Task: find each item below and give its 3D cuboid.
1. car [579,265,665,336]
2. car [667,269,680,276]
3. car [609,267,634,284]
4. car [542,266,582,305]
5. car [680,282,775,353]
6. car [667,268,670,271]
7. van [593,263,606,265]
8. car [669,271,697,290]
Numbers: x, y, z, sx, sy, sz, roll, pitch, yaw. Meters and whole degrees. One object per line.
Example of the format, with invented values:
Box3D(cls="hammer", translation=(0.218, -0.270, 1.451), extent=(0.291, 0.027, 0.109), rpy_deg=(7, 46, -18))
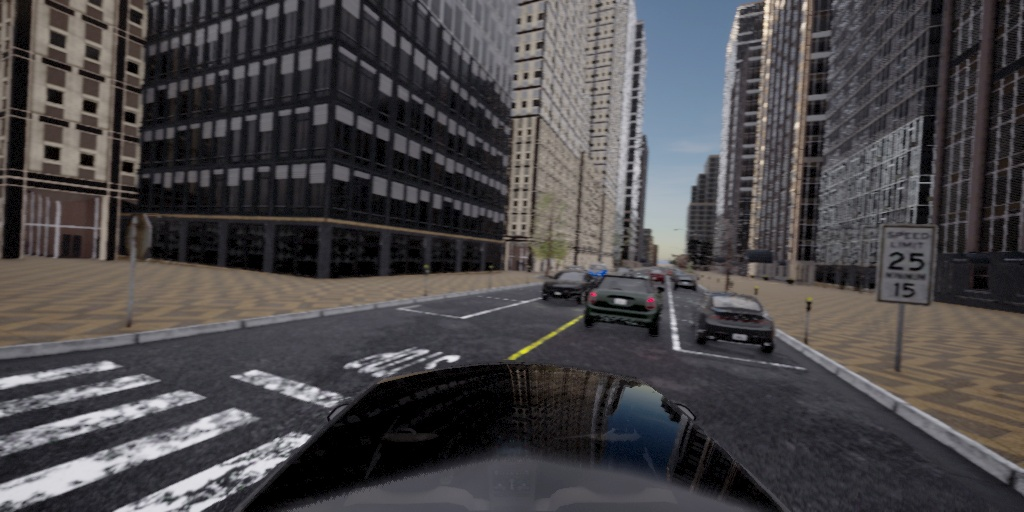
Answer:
Box3D(cls="car", translation=(3.886, 1.356, 11.977), extent=(2.097, 1.767, 4.553), rpy_deg=(4, 0, 24))
Box3D(cls="car", translation=(21.591, 2.736, 46.619), extent=(1.948, 1.339, 4.313), rpy_deg=(0, 0, 23))
Box3D(cls="car", translation=(11.550, 1.994, 37.643), extent=(1.882, 1.535, 5.008), rpy_deg=(4, 0, 24))
Box3D(cls="car", translation=(3.006, 1.429, 17.935), extent=(1.882, 1.535, 5.008), rpy_deg=(4, 0, 23))
Box3D(cls="car", translation=(6.105, 1.698, 10.298), extent=(2.007, 1.370, 4.403), rpy_deg=(0, 0, 23))
Box3D(cls="car", translation=(26.049, 2.902, 56.982), extent=(1.967, 1.591, 4.097), rpy_deg=(0, 0, 23))
Box3D(cls="van", translation=(9.454, 1.725, 39.580), extent=(1.690, 1.789, 3.998), rpy_deg=(0, 0, 23))
Box3D(cls="car", translation=(14.903, 2.296, 31.074), extent=(1.948, 1.339, 4.313), rpy_deg=(0, 0, 23))
